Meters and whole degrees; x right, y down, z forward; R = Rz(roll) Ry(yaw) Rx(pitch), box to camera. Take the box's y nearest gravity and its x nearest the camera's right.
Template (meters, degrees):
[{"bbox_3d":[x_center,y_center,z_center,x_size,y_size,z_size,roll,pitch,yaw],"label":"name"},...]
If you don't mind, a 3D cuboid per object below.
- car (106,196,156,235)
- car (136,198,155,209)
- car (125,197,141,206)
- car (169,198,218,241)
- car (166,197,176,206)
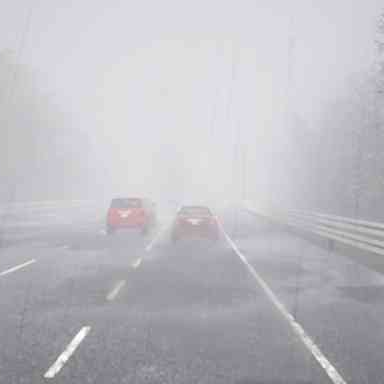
[{"bbox_3d":[-3.394,1.267,19.415,2.150,2.045,5.566,0,0,0],"label":"car"},{"bbox_3d":[-6.888,1.660,49.441,2.033,1.411,5.357,0,0,0],"label":"car"},{"bbox_3d":[-10.382,1.611,58.796,1.882,1.535,5.008,0,0,0],"label":"car"},{"bbox_3d":[0.161,1.390,16.922,2.097,1.767,4.553,0,0,1],"label":"car"},{"bbox_3d":[-3.384,1.635,57.346,1.837,1.490,4.892,0,0,0],"label":"car"}]
